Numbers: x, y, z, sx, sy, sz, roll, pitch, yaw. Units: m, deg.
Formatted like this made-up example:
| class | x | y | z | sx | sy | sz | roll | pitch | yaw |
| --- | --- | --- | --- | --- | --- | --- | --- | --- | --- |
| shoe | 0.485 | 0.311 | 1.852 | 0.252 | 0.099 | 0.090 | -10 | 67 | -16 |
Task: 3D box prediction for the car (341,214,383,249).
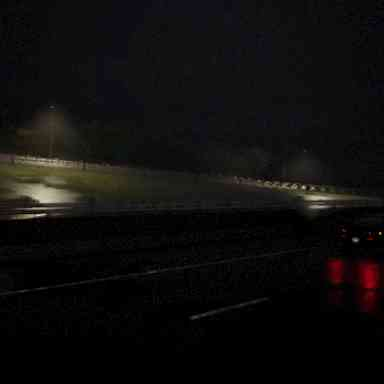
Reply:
| class | x | y | z | sx | sy | sz | roll | pitch | yaw |
| --- | --- | --- | --- | --- | --- | --- | --- | --- | --- |
| car | 8.073 | 1.643 | 13.915 | 4.674 | 1.442 | 1.812 | 0 | 0 | -35 |
